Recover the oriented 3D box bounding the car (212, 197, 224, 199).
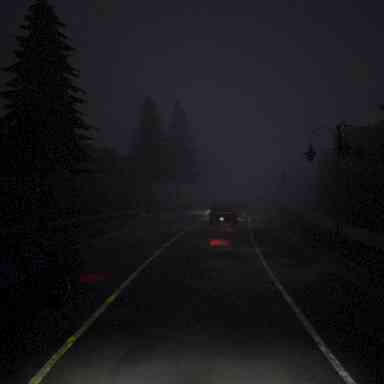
[{"bbox_3d":[3.623,1.421,46.618,2.128,1.511,4.902,0,0,13],"label":"car"}]

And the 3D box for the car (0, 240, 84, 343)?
[{"bbox_3d":[-3.433,1.540,5.238,2.033,1.411,5.357,0,0,2],"label":"car"}]

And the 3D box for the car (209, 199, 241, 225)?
[{"bbox_3d":[2.333,1.495,23.746,1.837,1.490,4.892,0,0,10],"label":"car"}]

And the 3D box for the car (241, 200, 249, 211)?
[{"bbox_3d":[6.002,1.588,40.934,1.895,1.301,4.718,0,0,13],"label":"car"}]
